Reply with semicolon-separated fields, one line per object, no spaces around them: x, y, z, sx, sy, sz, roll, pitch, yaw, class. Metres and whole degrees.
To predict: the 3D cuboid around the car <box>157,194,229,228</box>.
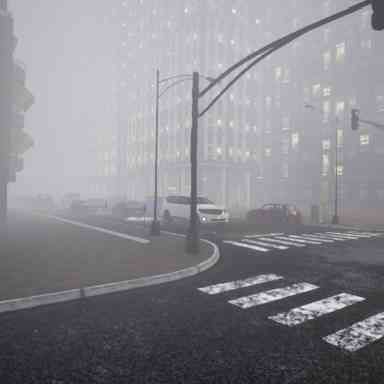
0.012;1.170;22.098;2.150;2.045;5.566;1;-1;-35;car

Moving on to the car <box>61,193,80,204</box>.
-20.456;1.182;56.316;2.150;2.045;5.566;1;-1;-35;car

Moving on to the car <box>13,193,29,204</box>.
-30.450;1.155;60.570;2.192;1.841;5.009;1;-1;-35;car

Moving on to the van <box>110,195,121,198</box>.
-10.544;1.368;46.987;1.690;1.788;3.998;1;-1;-35;van

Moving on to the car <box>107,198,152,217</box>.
-5.772;1.498;30.252;1.994;1.385;4.181;1;-1;-35;car

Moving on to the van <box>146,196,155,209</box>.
-4.009;1.382;37.772;1.690;1.788;3.998;1;-1;-35;van

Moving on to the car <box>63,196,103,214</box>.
-10.847;1.427;32.923;2.008;1.369;4.403;1;-1;-35;car

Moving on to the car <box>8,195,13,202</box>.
-36.989;1.397;69.782;1.947;1.339;4.313;1;-1;-35;car

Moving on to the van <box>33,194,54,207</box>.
-20.647;1.197;46.747;1.690;1.788;3.998;1;-1;-35;van

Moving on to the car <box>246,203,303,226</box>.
5.793;1.505;23.949;1.967;1.590;4.097;1;-1;-35;car

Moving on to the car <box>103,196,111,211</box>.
-11.650;1.468;38.546;2.033;1.411;5.357;1;-1;-35;car

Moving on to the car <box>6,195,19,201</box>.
-40.256;1.378;74.390;2.008;1.369;4.403;1;-1;-35;car

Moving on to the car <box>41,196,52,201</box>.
-36.691;1.571;83.843;1.802;1.307;4.206;1;-1;-35;car

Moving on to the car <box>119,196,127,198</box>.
-7.280;1.584;42.377;2.008;1.369;4.403;1;-1;-35;car

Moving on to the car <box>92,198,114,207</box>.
-13.816;1.587;51.592;1.947;1.339;4.313;1;-1;-35;car

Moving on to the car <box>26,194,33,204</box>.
-23.918;1.432;51.352;1.802;1.307;4.206;1;-1;-35;car
